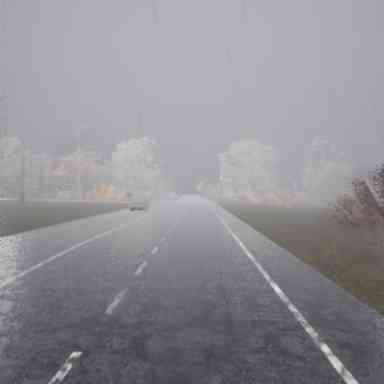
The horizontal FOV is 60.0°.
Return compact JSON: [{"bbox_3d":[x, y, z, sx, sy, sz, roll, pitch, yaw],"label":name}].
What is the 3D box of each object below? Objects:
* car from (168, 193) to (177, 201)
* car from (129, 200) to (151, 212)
[{"bbox_3d":[-5.175,1.325,88.219,2.150,2.045,5.566,-1,0,1],"label":"car"},{"bbox_3d":[-6.143,1.624,39.829,2.033,1.411,5.357,-1,0,1],"label":"car"}]
